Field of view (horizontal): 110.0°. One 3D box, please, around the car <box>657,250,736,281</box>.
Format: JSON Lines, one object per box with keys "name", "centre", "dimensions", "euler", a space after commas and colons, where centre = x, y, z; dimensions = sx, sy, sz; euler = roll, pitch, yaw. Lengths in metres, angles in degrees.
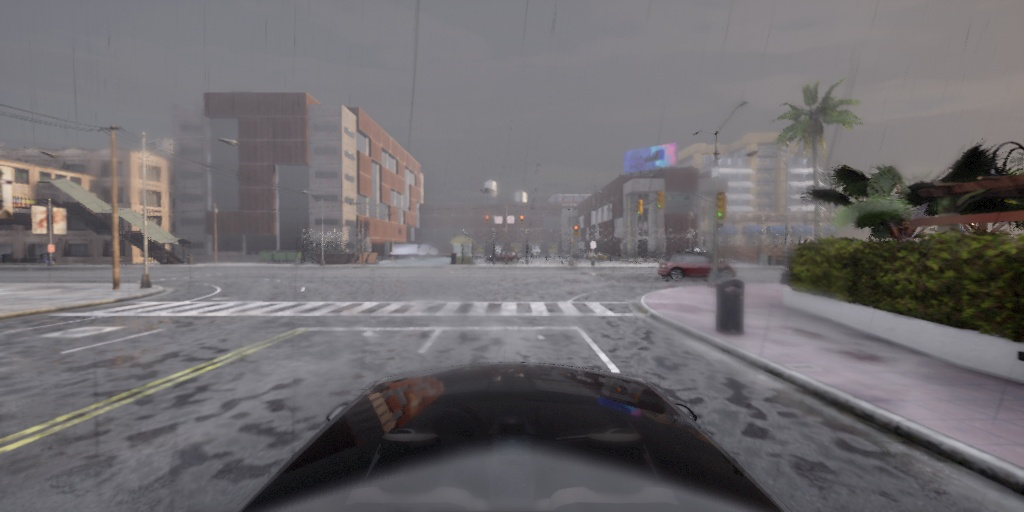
{"name": "car", "centre": [12.098, 0.674, 23.590], "dimensions": [4.553, 1.767, 2.097], "euler": [0, 1, 3]}
